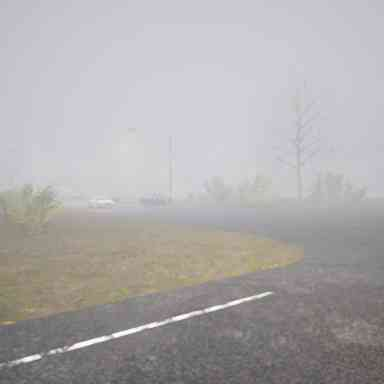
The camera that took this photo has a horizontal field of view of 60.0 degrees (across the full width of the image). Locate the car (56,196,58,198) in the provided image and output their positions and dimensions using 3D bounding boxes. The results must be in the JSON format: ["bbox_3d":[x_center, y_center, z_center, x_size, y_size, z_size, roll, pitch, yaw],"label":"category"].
[{"bbox_3d":[-24.895,1.154,58.963,1.994,1.385,4.181,-1,1,-35],"label":"car"}]

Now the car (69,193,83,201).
[{"bbox_3d":[-24.418,0.953,69.605,1.882,1.535,5.008,-1,1,-37],"label":"car"}]

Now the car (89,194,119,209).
[{"bbox_3d":[-11.005,1.240,40.389,1.812,1.442,4.674,-1,1,-37],"label":"car"}]

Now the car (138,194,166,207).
[{"bbox_3d":[-5.402,0.992,44.576,2.097,1.767,4.553,-1,1,-37],"label":"car"}]
